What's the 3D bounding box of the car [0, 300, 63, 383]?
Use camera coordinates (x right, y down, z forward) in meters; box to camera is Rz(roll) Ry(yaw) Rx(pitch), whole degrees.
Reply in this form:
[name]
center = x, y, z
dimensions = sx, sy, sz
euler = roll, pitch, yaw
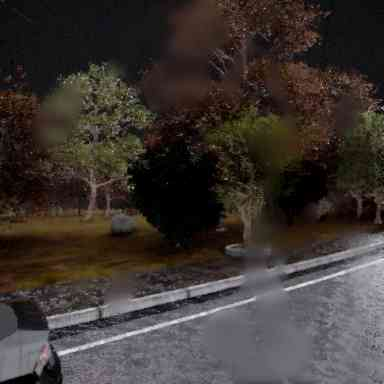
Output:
[car]
center = -3.301, 1.497, 1.773
dimensions = 4.902, 1.511, 2.128
euler = 0, 0, -35
